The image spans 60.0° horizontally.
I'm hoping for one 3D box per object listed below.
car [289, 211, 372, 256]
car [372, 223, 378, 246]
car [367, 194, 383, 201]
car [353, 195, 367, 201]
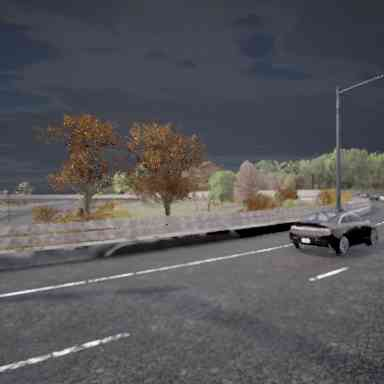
[{"bbox_3d":[5.802,1.502,13.372,4.902,1.511,2.128,0,0,-43],"label":"car"},{"bbox_3d":[7.753,1.487,10.423,4.902,1.511,2.128,0,0,-43],"label":"car"},{"bbox_3d":[43.273,1.241,80.352,2.097,1.767,4.553,0,0,4],"label":"car"},{"bbox_3d":[39.794,1.426,80.740,2.128,1.511,4.902,0,0,4],"label":"car"}]
